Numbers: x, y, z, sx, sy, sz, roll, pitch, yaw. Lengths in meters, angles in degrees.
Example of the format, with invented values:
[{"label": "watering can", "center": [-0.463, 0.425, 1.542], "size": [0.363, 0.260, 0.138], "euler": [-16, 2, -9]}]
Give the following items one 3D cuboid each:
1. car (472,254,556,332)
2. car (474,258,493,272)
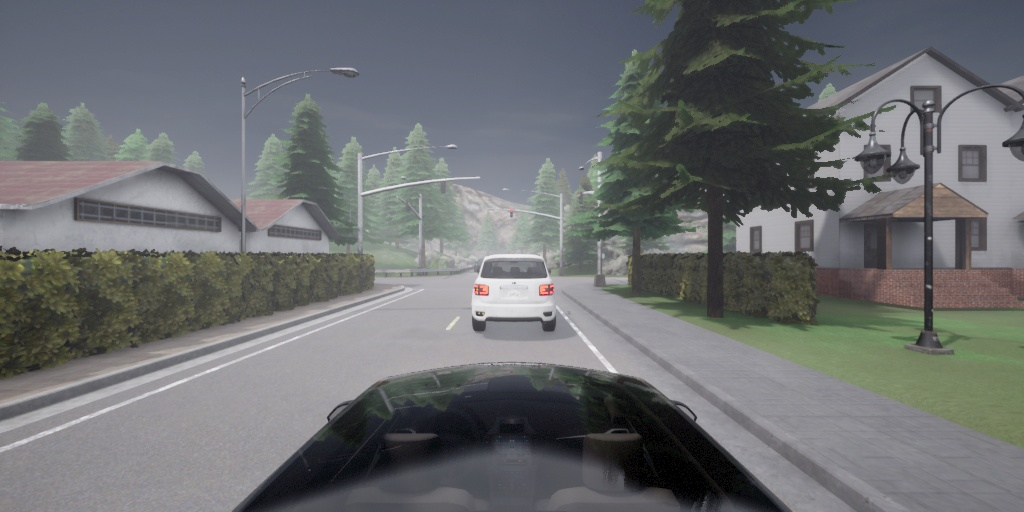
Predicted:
[{"label": "car", "center": [0.064, 0.971, 11.048], "size": [2.150, 2.045, 5.566], "euler": [0, 0, 0]}, {"label": "car", "center": [-3.590, 1.100, 45.517], "size": [2.097, 1.767, 4.553], "euler": [0, 0, 0]}]
